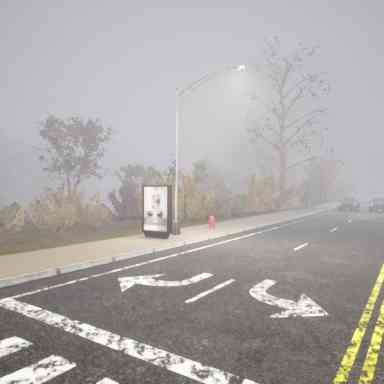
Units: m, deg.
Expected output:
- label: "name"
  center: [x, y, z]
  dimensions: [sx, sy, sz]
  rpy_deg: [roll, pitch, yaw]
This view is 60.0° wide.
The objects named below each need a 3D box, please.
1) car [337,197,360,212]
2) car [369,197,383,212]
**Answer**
- label: "car"
  center: [18.736, 1.389, 39.706]
  dimensions: [2.097, 1.767, 4.553]
  rpy_deg: [0, 0, 31]
- label: "car"
  center: [21.536, 1.392, 38.056]
  dimensions: [2.097, 1.767, 4.553]
  rpy_deg: [0, 0, 31]
